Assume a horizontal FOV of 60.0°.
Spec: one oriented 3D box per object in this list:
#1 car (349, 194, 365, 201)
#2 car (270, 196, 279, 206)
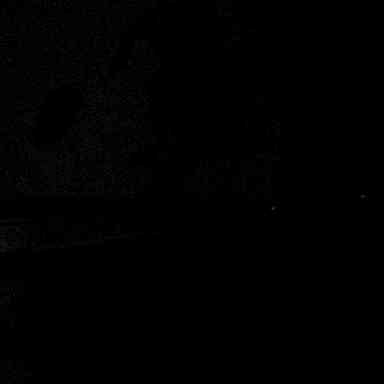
[{"bbox_3d":[38.474,1.168,78.337,2.097,1.767,4.553,1,1,36],"label":"car"},{"bbox_3d":[12.847,1.302,47.786,1.994,1.385,4.181,1,1,36],"label":"car"}]
